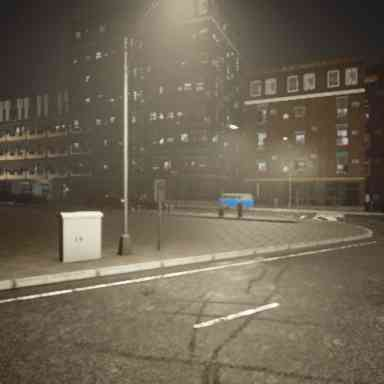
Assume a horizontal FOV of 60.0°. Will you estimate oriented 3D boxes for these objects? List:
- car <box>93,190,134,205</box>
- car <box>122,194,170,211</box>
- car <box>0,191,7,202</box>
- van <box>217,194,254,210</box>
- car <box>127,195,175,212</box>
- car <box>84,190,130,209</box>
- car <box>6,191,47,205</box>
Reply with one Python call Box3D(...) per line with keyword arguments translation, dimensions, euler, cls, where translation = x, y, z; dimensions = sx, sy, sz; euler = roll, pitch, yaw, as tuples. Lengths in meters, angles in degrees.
Box3D(translation=(-10.445, 0.695, 44.409), dimensions=(5.009, 1.841, 2.192), euler=(1, -1, 24), cls="car")
Box3D(translation=(-4.924, 1.077, 35.556), dimensions=(4.892, 1.490, 1.837), euler=(2, 1, 24), cls="car")
Box3D(translation=(-25.155, 0.581, 44.746), dimensions=(4.892, 1.490, 1.837), euler=(1, 0, 25), cls="car")
Box3D(translation=(4.960, 1.094, 37.478), dimensions=(3.998, 1.788, 1.690), euler=(1, -1, 24), cls="van")
Box3D(translation=(-3.713, 1.210, 32.185), dimensions=(4.206, 1.307, 1.802), euler=(1, -1, 24), cls="car")
Box3D(translation=(-8.841, 0.818, 34.499), dimensions=(5.009, 1.841, 2.192), euler=(1, -1, 24), cls="car")
Box3D(translation=(-19.123, 0.796, 39.120), dimensions=(4.507, 1.381, 1.887), euler=(1, -1, 24), cls="car")
